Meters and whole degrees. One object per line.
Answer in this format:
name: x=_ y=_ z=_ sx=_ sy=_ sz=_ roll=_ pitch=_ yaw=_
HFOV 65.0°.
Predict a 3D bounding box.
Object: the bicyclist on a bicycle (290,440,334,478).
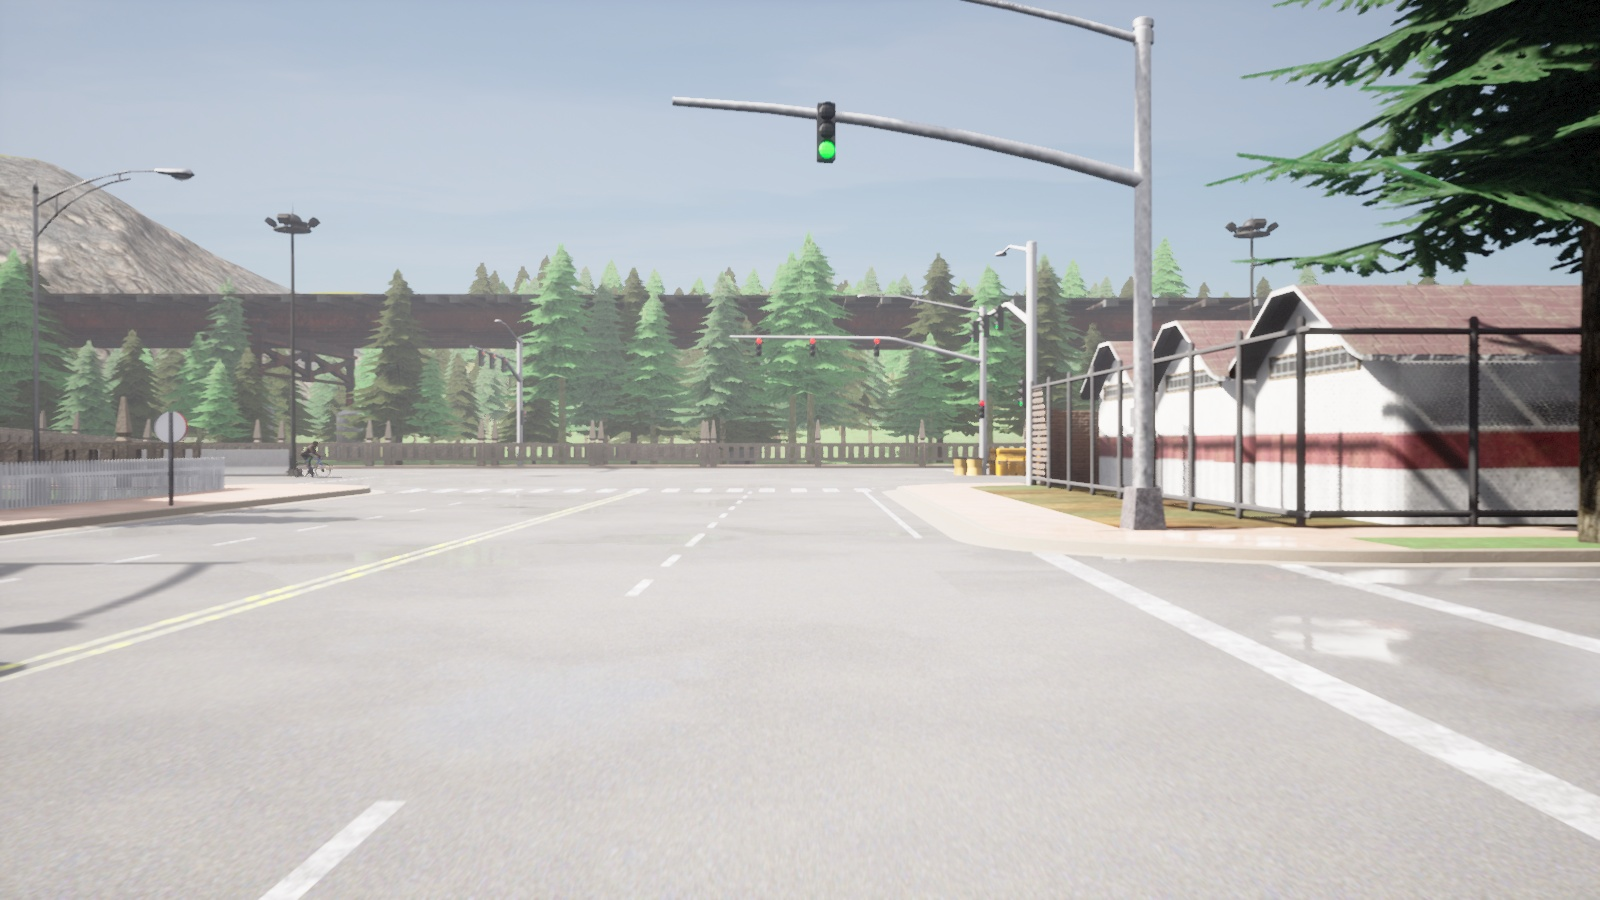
bicyclist on a bicycle: x=-21.120 y=0.391 z=54.378 sx=1.656 sy=1.620 sz=0.582 roll=0 pitch=0 yaw=-1
